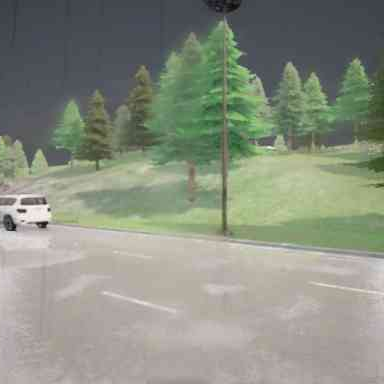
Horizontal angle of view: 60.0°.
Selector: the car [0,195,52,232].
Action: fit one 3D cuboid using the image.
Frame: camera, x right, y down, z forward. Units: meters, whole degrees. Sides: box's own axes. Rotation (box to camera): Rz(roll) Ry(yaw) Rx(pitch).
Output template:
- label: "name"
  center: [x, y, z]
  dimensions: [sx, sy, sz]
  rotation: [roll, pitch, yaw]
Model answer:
- label: "car"
  center: [-10.896, 1.200, 20.356]
  dimensions: [5.566, 2.045, 2.150]
  rotation: [0, 0, 35]
